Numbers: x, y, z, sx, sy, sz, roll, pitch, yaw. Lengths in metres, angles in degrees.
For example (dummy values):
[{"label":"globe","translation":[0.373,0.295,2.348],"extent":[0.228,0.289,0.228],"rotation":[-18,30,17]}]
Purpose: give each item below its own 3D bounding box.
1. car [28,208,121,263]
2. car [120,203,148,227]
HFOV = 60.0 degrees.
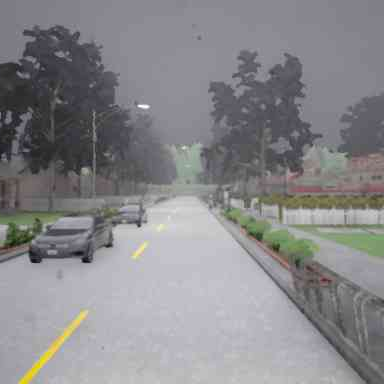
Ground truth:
[{"label":"car","translation":[-4.101,1.519,12.071],"extent":[1.812,1.442,4.674],"rotation":[0,0,0]},{"label":"car","translation":[-4.095,1.511,22.495],"extent":[1.812,1.442,4.674],"rotation":[0,0,0]}]
